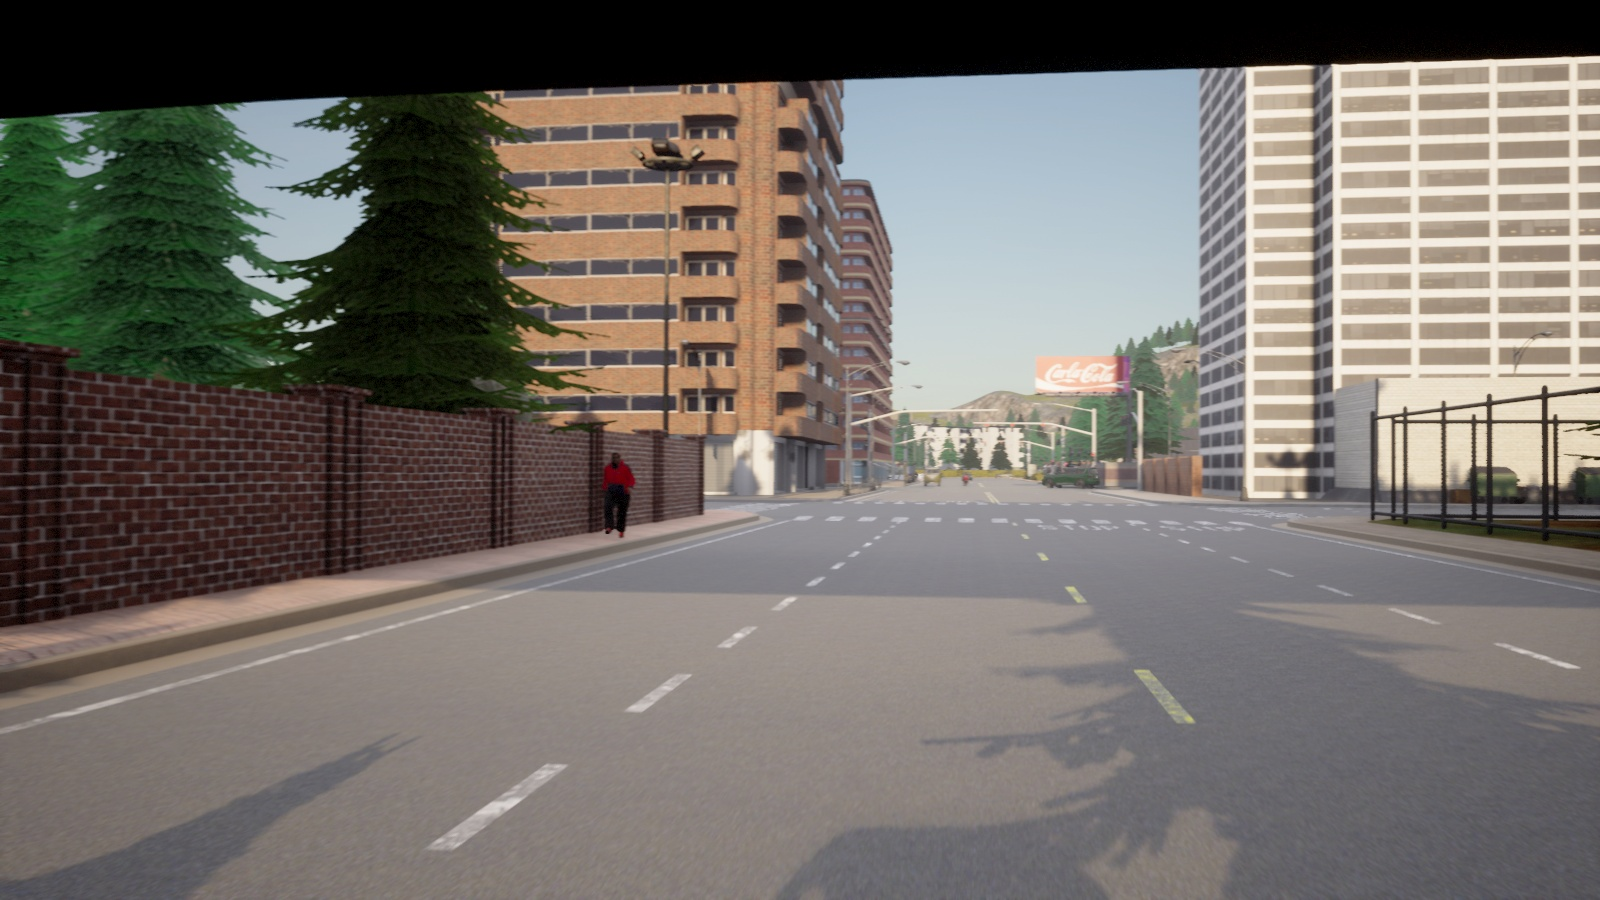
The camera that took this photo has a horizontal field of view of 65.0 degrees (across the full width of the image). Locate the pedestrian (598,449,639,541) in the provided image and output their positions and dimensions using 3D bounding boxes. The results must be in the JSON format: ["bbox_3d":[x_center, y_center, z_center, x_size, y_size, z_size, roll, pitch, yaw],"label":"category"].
[{"bbox_3d":[-3.730,0.917,25.889,0.634,1.844,0.899,0,-1,6],"label":"pedestrian"}]
